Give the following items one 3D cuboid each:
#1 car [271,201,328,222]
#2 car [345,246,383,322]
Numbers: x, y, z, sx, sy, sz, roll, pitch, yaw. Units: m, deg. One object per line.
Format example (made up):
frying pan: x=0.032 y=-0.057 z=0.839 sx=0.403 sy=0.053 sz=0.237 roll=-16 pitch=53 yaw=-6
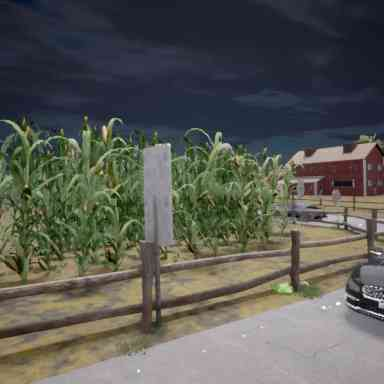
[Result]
car: x=7.918 y=1.393 z=24.919 sx=1.994 sy=1.385 sz=4.181 roll=-2 pitch=2 yaw=-38
car: x=4.948 y=1.501 z=6.491 sx=4.892 sy=1.490 sz=1.837 roll=0 pitch=0 yaw=-35
